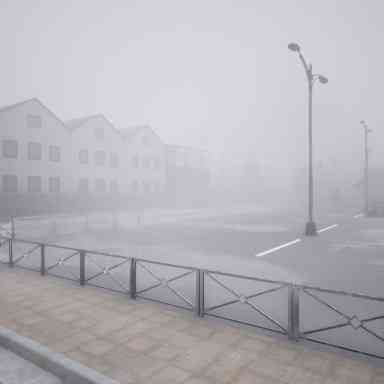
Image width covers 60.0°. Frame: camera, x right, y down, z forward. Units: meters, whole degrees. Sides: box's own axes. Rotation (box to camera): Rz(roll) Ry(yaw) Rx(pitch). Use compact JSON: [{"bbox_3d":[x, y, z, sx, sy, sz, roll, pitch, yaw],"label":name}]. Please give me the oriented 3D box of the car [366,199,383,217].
[{"bbox_3d":[15.339,1.298,26.865,2.007,1.523,4.514,0,0,35],"label":"car"}]
